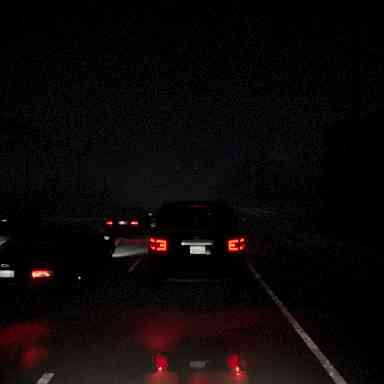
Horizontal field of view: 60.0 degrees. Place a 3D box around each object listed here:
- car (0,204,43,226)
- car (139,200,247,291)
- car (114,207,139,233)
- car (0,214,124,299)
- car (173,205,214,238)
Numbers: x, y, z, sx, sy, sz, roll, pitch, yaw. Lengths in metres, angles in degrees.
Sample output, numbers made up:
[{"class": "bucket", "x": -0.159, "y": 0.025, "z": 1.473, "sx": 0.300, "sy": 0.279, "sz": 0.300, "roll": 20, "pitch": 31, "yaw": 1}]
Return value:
[{"class": "car", "x": -10.514, "y": 1.495, "z": 19.506, "sx": 2.128, "sy": 1.511, "sz": 4.902, "roll": 0, "pitch": 0, "yaw": 0}, {"class": "car", "x": 0.094, "y": 1.221, "z": 9.149, "sx": 2.150, "sy": 2.045, "sz": 5.566, "roll": 0, "pitch": 0, "yaw": 0}, {"class": "car", "x": -3.413, "y": 1.547, "z": 18.680, "sx": 2.033, "sy": 1.411, "sz": 5.357, "roll": 0, "pitch": 0, "yaw": 0}, {"class": "car", "x": -3.411, "y": 1.547, "z": 8.608, "sx": 2.033, "sy": 1.411, "sz": 5.357, "roll": 0, "pitch": 0, "yaw": 0}, {"class": "car", "x": 0.090, "y": 1.547, "z": 19.080, "sx": 2.033, "sy": 1.411, "sz": 5.357, "roll": 0, "pitch": 0, "yaw": 0}]
